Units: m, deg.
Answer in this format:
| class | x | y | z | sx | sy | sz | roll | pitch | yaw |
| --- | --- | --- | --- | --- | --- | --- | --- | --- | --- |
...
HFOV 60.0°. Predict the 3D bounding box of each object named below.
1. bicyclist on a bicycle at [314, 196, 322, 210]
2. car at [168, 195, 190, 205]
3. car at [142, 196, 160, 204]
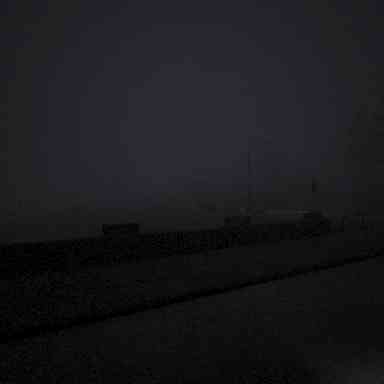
| class | x | y | z | sx | sy | sz | roll | pitch | yaw |
| --- | --- | --- | --- | --- | --- | --- | --- | --- | --- |
| bicyclist on a bicycle | 15.174 | 1.358 | 40.086 | 1.656 | 1.620 | 0.582 | 0 | 0 | -35 |
| car | -2.316 | 1.360 | 57.288 | 2.097 | 1.767 | 4.553 | 0 | 0 | -35 |
| car | -8.188 | 1.486 | 65.441 | 1.882 | 1.535 | 5.008 | 0 | 0 | -35 |
